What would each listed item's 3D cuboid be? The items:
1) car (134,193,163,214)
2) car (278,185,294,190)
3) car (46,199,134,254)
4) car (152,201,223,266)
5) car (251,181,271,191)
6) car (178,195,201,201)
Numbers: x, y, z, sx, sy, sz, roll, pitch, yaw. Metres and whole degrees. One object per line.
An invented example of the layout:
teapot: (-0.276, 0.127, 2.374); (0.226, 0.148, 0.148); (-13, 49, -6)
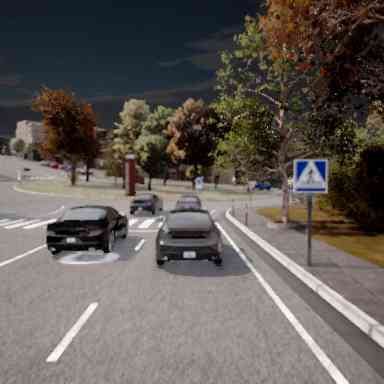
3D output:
car: (-3.405, 0.857, 25.677); (1.837, 1.490, 4.892); (0, 2, 6)
car: (19.443, -1.012, 68.342); (1.812, 1.442, 4.674); (-1, 3, -16)
car: (-3.625, 1.213, 12.346); (1.882, 1.535, 5.008); (0, 2, -1)
car: (-0.102, 1.269, 10.709); (1.837, 1.490, 4.892); (0, 1, -1)
car: (14.770, -1.364, 71.963); (2.150, 2.045, 5.566); (-2, 3, -24)
car: (-0.167, 0.948, 24.071); (2.033, 1.411, 5.357); (0, 2, 3)
